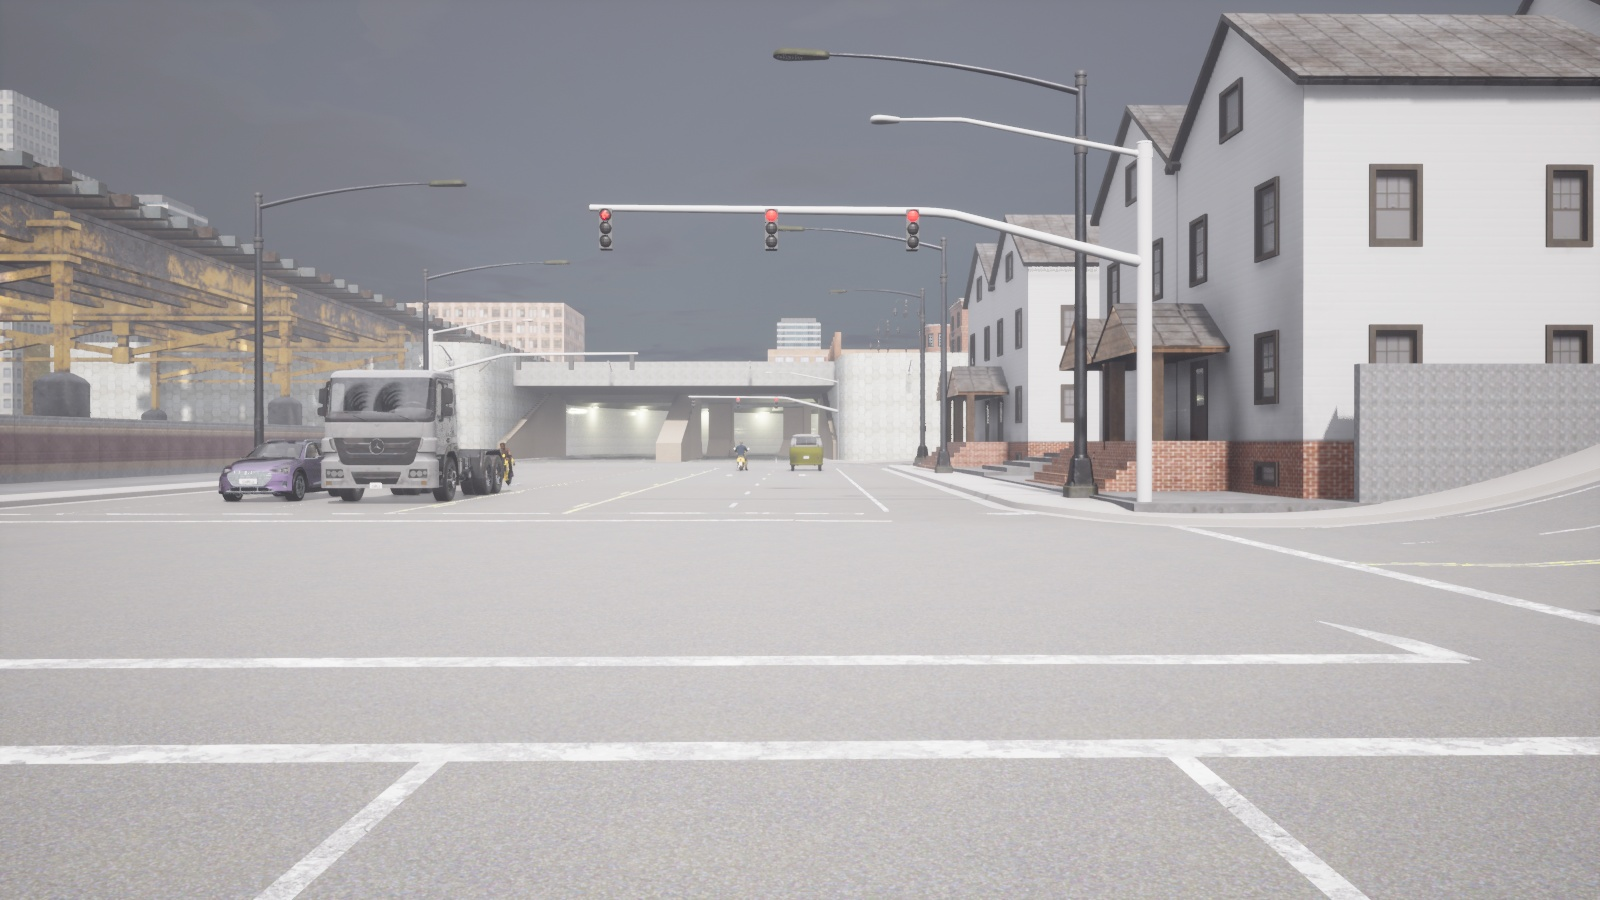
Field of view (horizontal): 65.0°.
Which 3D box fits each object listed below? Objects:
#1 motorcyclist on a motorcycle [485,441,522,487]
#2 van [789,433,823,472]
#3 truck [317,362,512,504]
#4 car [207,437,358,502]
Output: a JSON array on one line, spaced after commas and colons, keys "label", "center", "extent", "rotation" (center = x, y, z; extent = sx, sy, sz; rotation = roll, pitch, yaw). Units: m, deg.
[{"label": "motorcyclist on a motorcycle", "center": [-10.277, 0.470, 43.538], "extent": [0.797, 1.523, 2.044], "rotation": [0, 1, 0]}, {"label": "van", "center": [0.340, 0.117, 67.674], "extent": [1.775, 1.987, 4.442], "rotation": [0, 0, 0]}, {"label": "truck", "center": [-10.315, -0.439, 34.598], "extent": [2.891, 3.462, 7.936], "rotation": [0, 0, 0]}, {"label": "car", "center": [-13.823, 0.474, 33.899], "extent": [2.033, 1.649, 4.856], "rotation": [0, 0, 0]}]
